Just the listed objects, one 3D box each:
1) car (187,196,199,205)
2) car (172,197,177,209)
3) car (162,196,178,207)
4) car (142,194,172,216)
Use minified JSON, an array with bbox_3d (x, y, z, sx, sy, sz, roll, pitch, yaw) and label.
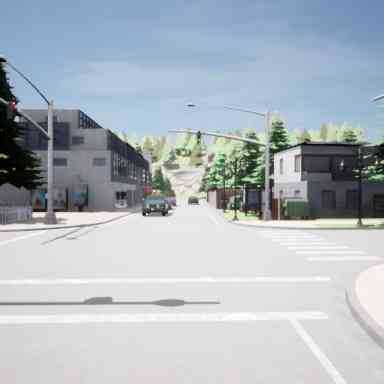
[{"bbox_3d":[0.244,1.501,59.466,1.837,1.490,4.892,0,0,0],"label":"car"},{"bbox_3d":[-3.495,1.488,42.662,2.128,1.511,4.902,0,0,0],"label":"car"},{"bbox_3d":[-3.454,1.488,52.930,2.128,1.511,4.902,0,0,0],"label":"car"},{"bbox_3d":[-3.522,1.219,32.612,2.150,2.045,5.566,0,0,0],"label":"car"}]
